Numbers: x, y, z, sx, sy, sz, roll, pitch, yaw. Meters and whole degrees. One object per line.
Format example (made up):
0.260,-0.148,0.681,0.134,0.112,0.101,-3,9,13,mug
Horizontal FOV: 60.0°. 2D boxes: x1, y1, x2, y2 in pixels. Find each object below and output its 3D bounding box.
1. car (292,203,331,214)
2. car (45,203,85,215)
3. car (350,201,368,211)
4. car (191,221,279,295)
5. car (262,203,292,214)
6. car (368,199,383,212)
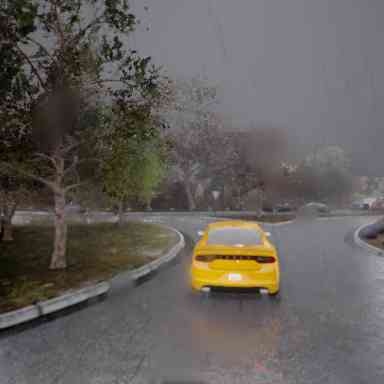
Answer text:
15.244,2.055,41.462,4.674,1.442,1.812,1,-1,-27,car
-14.176,1.850,37.334,4.181,1.385,1.994,0,-1,11,car
27.490,2.201,54.439,2.097,1.767,4.553,0,-1,42,car
1.132,1.527,8.975,1.882,1.535,5.008,0,0,7,car
11.390,2.096,43.105,4.718,1.301,1.895,1,-1,-26,car
29.961,2.057,52.277,2.150,2.045,5.566,0,-1,42,car
